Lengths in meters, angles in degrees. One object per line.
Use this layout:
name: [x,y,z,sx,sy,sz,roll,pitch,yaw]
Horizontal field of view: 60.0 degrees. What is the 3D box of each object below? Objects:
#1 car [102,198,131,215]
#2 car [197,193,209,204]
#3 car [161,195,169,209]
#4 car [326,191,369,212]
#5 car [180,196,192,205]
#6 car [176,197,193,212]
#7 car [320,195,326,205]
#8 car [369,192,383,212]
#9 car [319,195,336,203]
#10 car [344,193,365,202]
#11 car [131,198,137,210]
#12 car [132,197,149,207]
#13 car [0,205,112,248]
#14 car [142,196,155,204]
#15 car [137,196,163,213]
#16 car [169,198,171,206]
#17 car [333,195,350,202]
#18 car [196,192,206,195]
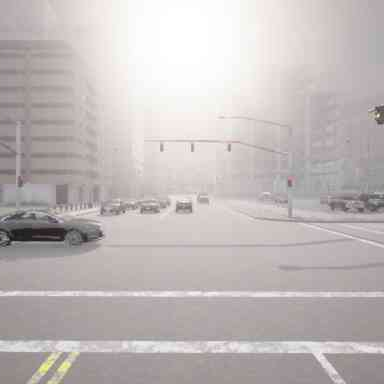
car: [-8.061,1.491,34.239,2.128,1.511,4.902,0,0,0]
car: [2.284,1.477,64.662,1.882,1.535,5.008,0,0,0]
car: [-4.658,1.352,46.007,2.097,1.767,4.553,0,0,-1]
car: [16.575,1.153,35.790,1.932,1.855,4.605,0,0,0]
car: [-1.089,1.547,62.077,2.033,1.411,5.357,0,0,-1]
car: [-0.922,1.491,39.665,2.128,1.511,4.902,0,0,0]
car: [22.090,1.395,53.230,1.970,1.475,3.806,0,0,0]
car: [19.470,1.156,35.750,1.905,1.878,3.866,0,0,0]
car: [27.785,1.395,68.360,1.970,1.475,3.806,0,0,0]
car: [33.363,1.153,68.436,1.932,1.855,4.605,0,0,0]
car: [-8.130,1.526,43.388,1.812,1.442,4.674,0,0,0]
car: [-8.217,1.564,53.383,1.994,1.385,4.181,0,0,-1]
car: [-6.234,1.492,14.200,4.902,1.511,2.128,0,0,-1]
car: [-8.256,1.477,63.506,1.882,1.535,5.008,0,0,0]
car: [-4.584,1.505,36.864,1.837,1.490,4.892,0,0,0]
car: [-4.727,1.352,55.923,2.097,1.767,4.553,0,0,0]
car: [30.680,1.364,68.373,1.784,1.438,3.905,0,0,0]
car: [2.202,1.051,74.466,2.150,2.045,5.566,0,0,0]
